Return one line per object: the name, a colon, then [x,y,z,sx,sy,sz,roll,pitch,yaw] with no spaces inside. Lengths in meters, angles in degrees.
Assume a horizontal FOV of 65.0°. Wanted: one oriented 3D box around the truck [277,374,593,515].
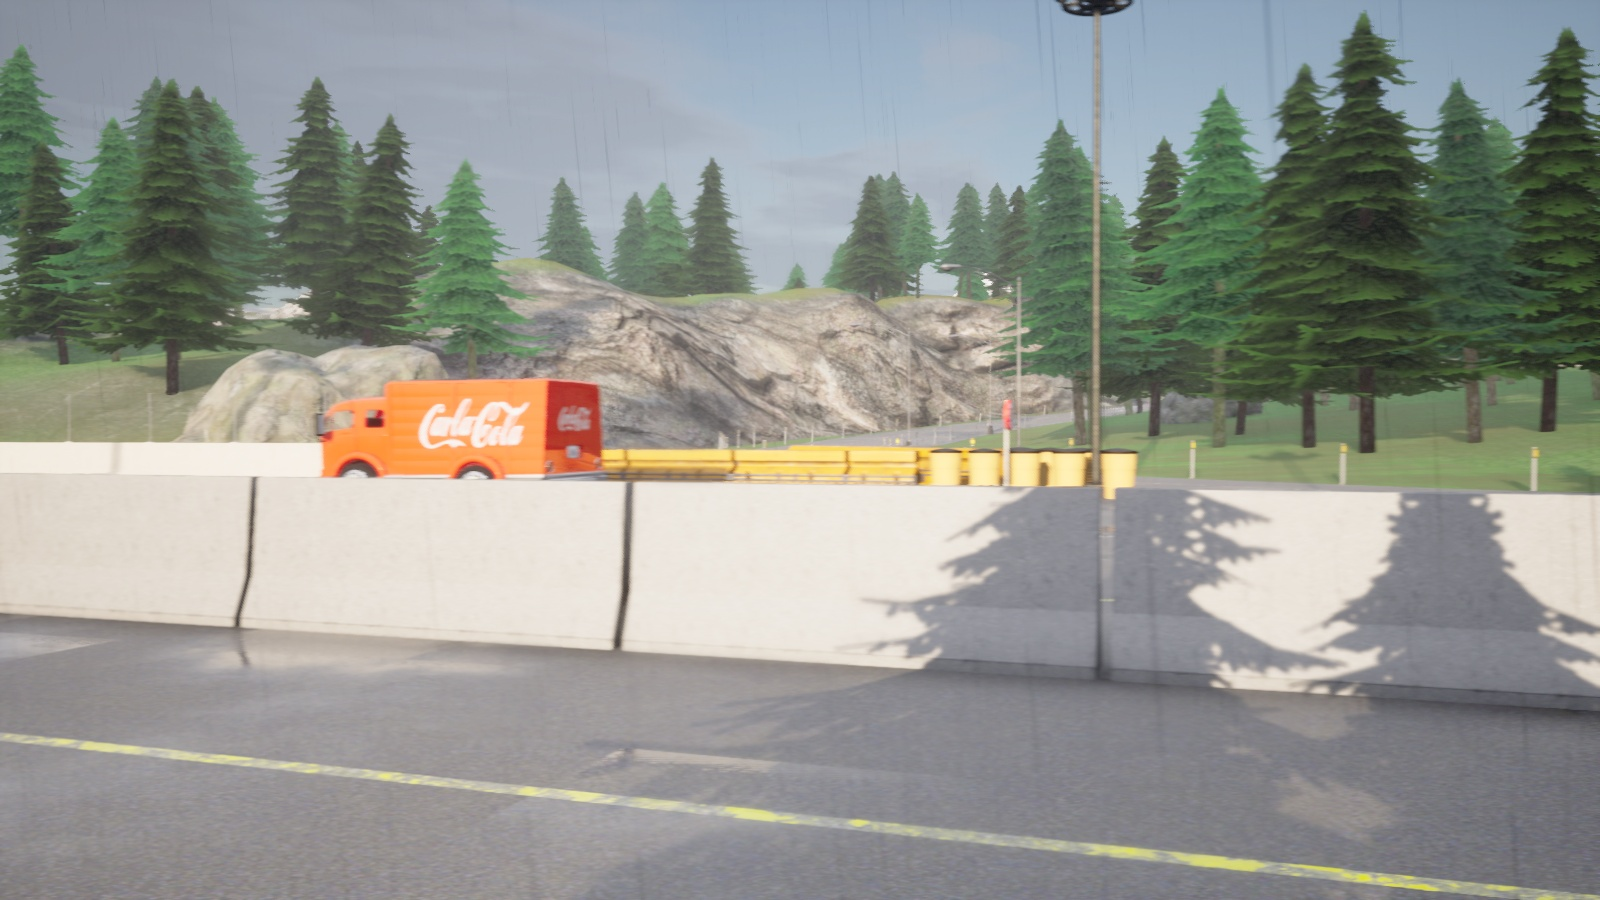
truck: [-6.906,-0.117,23.972,5.204,2.467,2.627,0,1,19]
